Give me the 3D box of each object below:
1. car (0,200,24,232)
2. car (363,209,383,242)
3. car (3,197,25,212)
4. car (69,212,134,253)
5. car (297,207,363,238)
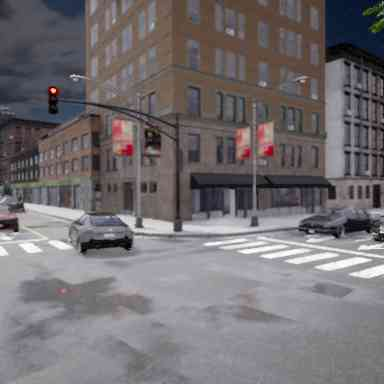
[{"bbox_3d":[-11.232,1.454,19.093,1.882,1.535,5.008,-1,1,-35],"label":"car"},{"bbox_3d":[9.794,1.438,14.643,4.892,1.490,1.837,0,0,-36],"label":"car"},{"bbox_3d":[-19.653,1.282,36.121,2.097,1.767,4.553,-1,1,-36],"label":"car"},{"bbox_3d":[-3.827,1.511,13.650,1.994,1.385,4.181,-1,0,-26],"label":"car"},{"bbox_3d":[7.816,1.470,17.268,5.357,1.411,2.033,0,0,-35],"label":"car"}]
